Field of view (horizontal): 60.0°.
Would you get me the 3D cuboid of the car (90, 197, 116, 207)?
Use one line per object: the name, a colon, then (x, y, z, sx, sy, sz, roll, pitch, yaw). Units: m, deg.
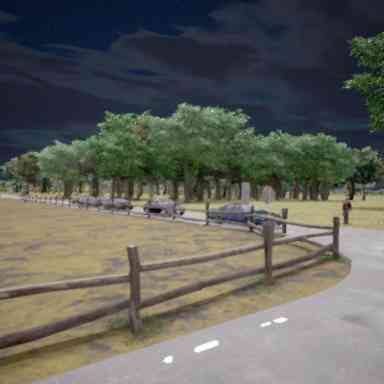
car: (-13.091, 1.425, 48.756, 2.033, 1.411, 5.357, 1, -1, -35)

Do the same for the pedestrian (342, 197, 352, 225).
pedestrian: (10.042, 1.201, 21.620, 0.375, 1.860, 0.375, 1, -1, -35)

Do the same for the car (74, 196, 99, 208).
car: (-14.035, 1.341, 45.158, 1.837, 1.490, 4.892, 1, -1, -35)

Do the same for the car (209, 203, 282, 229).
car: (3.215, 1.397, 20.844, 2.033, 1.411, 5.357, 1, -1, -34)

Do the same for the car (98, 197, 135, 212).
car: (-8.222, 1.389, 36.943, 2.033, 1.411, 5.357, 1, -1, -35)

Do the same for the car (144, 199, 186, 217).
car: (-2.440, 1.337, 28.829, 2.128, 1.511, 4.902, 1, -1, -36)
